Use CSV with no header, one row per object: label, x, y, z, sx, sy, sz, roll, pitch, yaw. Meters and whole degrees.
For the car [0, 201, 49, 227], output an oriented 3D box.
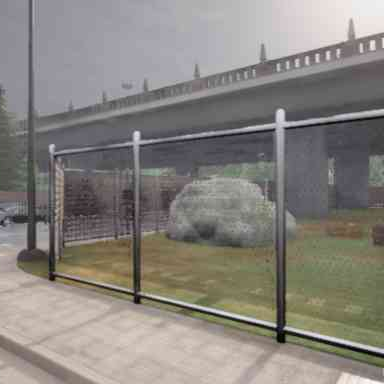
car,-12.182,1.639,24.120,2.128,1.511,4.902,0,0,36
